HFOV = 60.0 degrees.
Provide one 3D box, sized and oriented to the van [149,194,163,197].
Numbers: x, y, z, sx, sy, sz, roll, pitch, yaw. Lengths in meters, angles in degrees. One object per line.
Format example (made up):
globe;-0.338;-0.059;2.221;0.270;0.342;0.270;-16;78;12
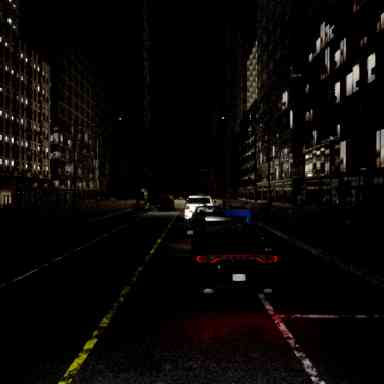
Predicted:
van;-5.716;1.346;49.425;1.690;1.788;3.998;0;0;0

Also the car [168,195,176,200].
car;-5.738;1.579;94.769;1.947;1.339;4.313;0;0;0

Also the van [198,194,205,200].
van;2.643;1.354;94.771;1.690;1.788;3.998;0;0;0

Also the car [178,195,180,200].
car;-3.045;1.538;93.239;1.812;1.442;4.674;0;0;0

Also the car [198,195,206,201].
car;2.645;1.557;89.104;1.887;1.381;4.507;0;0;0

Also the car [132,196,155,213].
car;-5.710;1.528;37.919;1.752;1.417;4.829;0;0;0

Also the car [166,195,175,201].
car;-5.735;1.557;89.101;1.887;1.381;4.507;0;0;0

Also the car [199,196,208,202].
car;2.651;1.555;77.768;1.887;1.381;4.507;0;0;0

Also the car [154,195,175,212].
car;-3.019;1.481;39.259;1.882;1.535;5.008;0;0;0

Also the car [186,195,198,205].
car;-0.029;1.358;60.147;2.097;1.767;4.553;0;0;0

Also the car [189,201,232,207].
car;0.891;1.479;18.821;1.882;1.535;5.008;0;0;0

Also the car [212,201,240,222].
car;2.676;1.527;26.926;1.752;1.417;4.829;0;0;0

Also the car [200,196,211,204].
car;2.657;1.558;66.432;2.008;1.369;4.403;0;0;0

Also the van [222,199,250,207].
van;2.678;1.342;21.088;1.690;1.788;3.998;0;0;0

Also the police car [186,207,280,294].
police car;0.896;1.425;8.930;1.930;1.638;5.238;0;0;0

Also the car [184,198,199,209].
car;-0.004;1.568;46.216;1.994;1.385;4.181;0;0;0

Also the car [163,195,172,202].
car;-5.729;1.535;77.595;1.752;1.417;4.829;0;0;0

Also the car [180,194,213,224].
car;0.649;1.224;24.929;2.150;2.045;5.566;0;0;4
